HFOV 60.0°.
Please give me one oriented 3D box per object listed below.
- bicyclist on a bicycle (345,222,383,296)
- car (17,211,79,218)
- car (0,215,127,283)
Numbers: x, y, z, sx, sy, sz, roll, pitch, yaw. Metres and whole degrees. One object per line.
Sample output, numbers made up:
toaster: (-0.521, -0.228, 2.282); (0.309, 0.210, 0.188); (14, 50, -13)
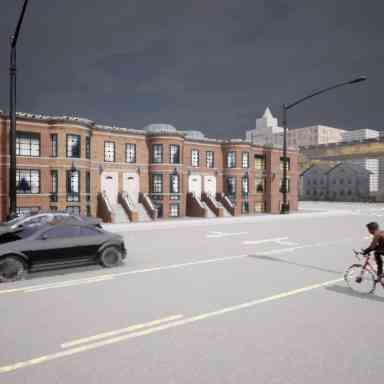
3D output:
bicyclist on a bicycle: (3.941, 1.455, 6.911); (0.582, 1.620, 1.656); (0, -2, -35)
car: (-5.837, 1.491, 12.708); (4.902, 1.511, 2.128); (0, 0, -35)
car: (-4.038, 1.564, 9.698); (4.181, 1.385, 1.994); (0, 0, -35)
